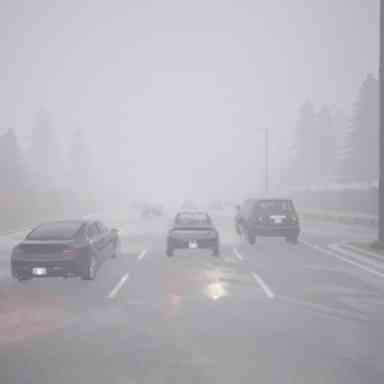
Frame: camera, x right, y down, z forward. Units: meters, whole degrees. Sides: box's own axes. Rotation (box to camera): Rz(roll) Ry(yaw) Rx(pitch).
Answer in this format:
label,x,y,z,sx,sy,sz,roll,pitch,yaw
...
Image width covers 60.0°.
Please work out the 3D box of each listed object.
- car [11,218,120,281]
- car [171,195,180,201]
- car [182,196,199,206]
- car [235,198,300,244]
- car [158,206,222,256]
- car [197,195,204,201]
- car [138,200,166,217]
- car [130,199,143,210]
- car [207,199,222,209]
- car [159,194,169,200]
label,x,y,z,sx,sy,sz,roll,pitch,yaw
car,-3.452,1.532,9.906,1.837,1.490,4.892,0,0,-1
car,-4.646,1.836,91.861,1.994,1.385,4.181,0,0,-1
car,-0.433,1.713,47.046,1.994,1.385,4.181,0,0,-1
car,3.484,1.279,16.280,2.150,2.045,5.566,0,0,-1
car,0.013,1.535,13.254,2.128,1.511,4.902,0,0,-1
car,2.359,1.773,91.540,1.882,1.535,5.008,0,0,-1
car,-3.735,1.698,32.332,1.895,1.301,4.718,0,0,-1
car,-7.421,1.660,46.116,1.812,1.442,4.674,0,0,-1
car,3.079,1.678,46.132,1.812,1.442,4.674,0,0,-1
car,-8.146,1.873,91.844,1.895,1.301,4.718,0,0,-1
